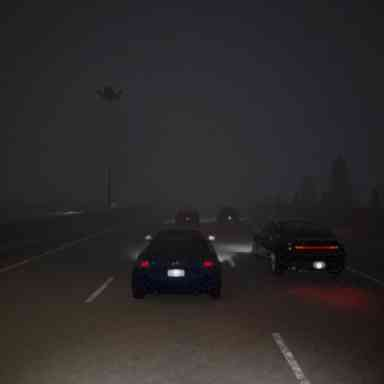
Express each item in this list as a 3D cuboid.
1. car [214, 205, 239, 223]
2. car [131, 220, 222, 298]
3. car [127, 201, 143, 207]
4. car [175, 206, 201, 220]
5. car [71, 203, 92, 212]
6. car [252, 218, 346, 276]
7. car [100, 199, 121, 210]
[{"bbox_3d":[3.169,1.955,30.332,1.837,1.490,4.892,0,-1,0],"label":"car"},{"bbox_3d":[-0.322,1.641,8.721,1.994,1.385,4.181,0,-1,0],"label":"car"},{"bbox_3d":[-9.971,2.303,58.862,2.097,1.767,4.553,0,-1,8],"label":"car"},{"bbox_3d":[-0.329,1.872,27.059,1.882,1.535,5.008,0,-1,0],"label":"car"},{"bbox_3d":[-17.609,2.422,53.060,1.994,1.385,4.181,0,-1,4],"label":"car"},{"bbox_3d":[3.177,1.615,10.732,1.837,1.490,4.892,0,-1,0],"label":"car"},{"bbox_3d":[-13.782,2.139,56.636,2.150,2.045,5.566,0,-1,6],"label":"car"}]
